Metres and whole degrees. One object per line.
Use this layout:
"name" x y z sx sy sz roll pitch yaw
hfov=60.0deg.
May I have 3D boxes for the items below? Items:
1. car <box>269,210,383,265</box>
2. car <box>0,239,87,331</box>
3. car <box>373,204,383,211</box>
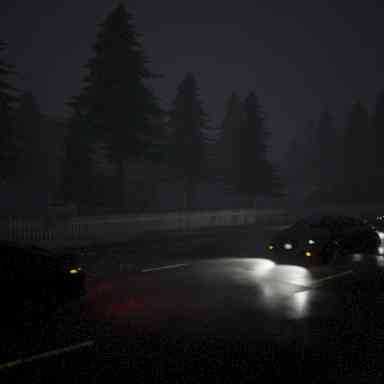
"car" 4.631 1.492 11.467 4.181 1.385 1.994 0 0 -34
"car" -4.119 1.529 5.339 4.674 1.442 1.812 0 0 -36
"car" 12.003 1.379 19.752 4.674 1.442 1.812 0 0 -23
